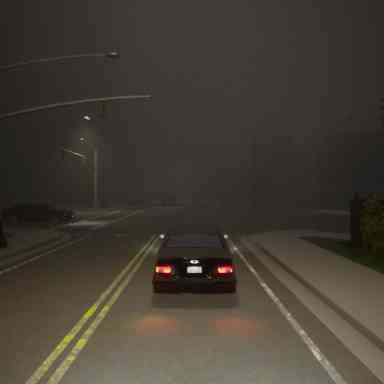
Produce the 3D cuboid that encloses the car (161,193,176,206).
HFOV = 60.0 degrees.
[{"bbox_3d":[-3.713,1.207,53.946,2.150,2.045,5.566,0,0,0],"label":"car"}]

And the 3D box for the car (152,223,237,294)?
[{"bbox_3d":[0.054,1.545,8.913,2.033,1.411,5.357,0,0,0],"label":"car"}]

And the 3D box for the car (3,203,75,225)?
[{"bbox_3d":[-11.134,1.556,24.309,4.892,1.490,1.837,0,0,-1],"label":"car"}]

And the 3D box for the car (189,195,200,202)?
[{"bbox_3d":[0.564,1.504,78.927,1.812,1.442,4.674,0,0,12],"label":"car"}]

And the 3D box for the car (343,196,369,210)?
[{"bbox_3d":[20.133,1.296,38.833,4.553,1.767,2.097,0,0,-1],"label":"car"}]
